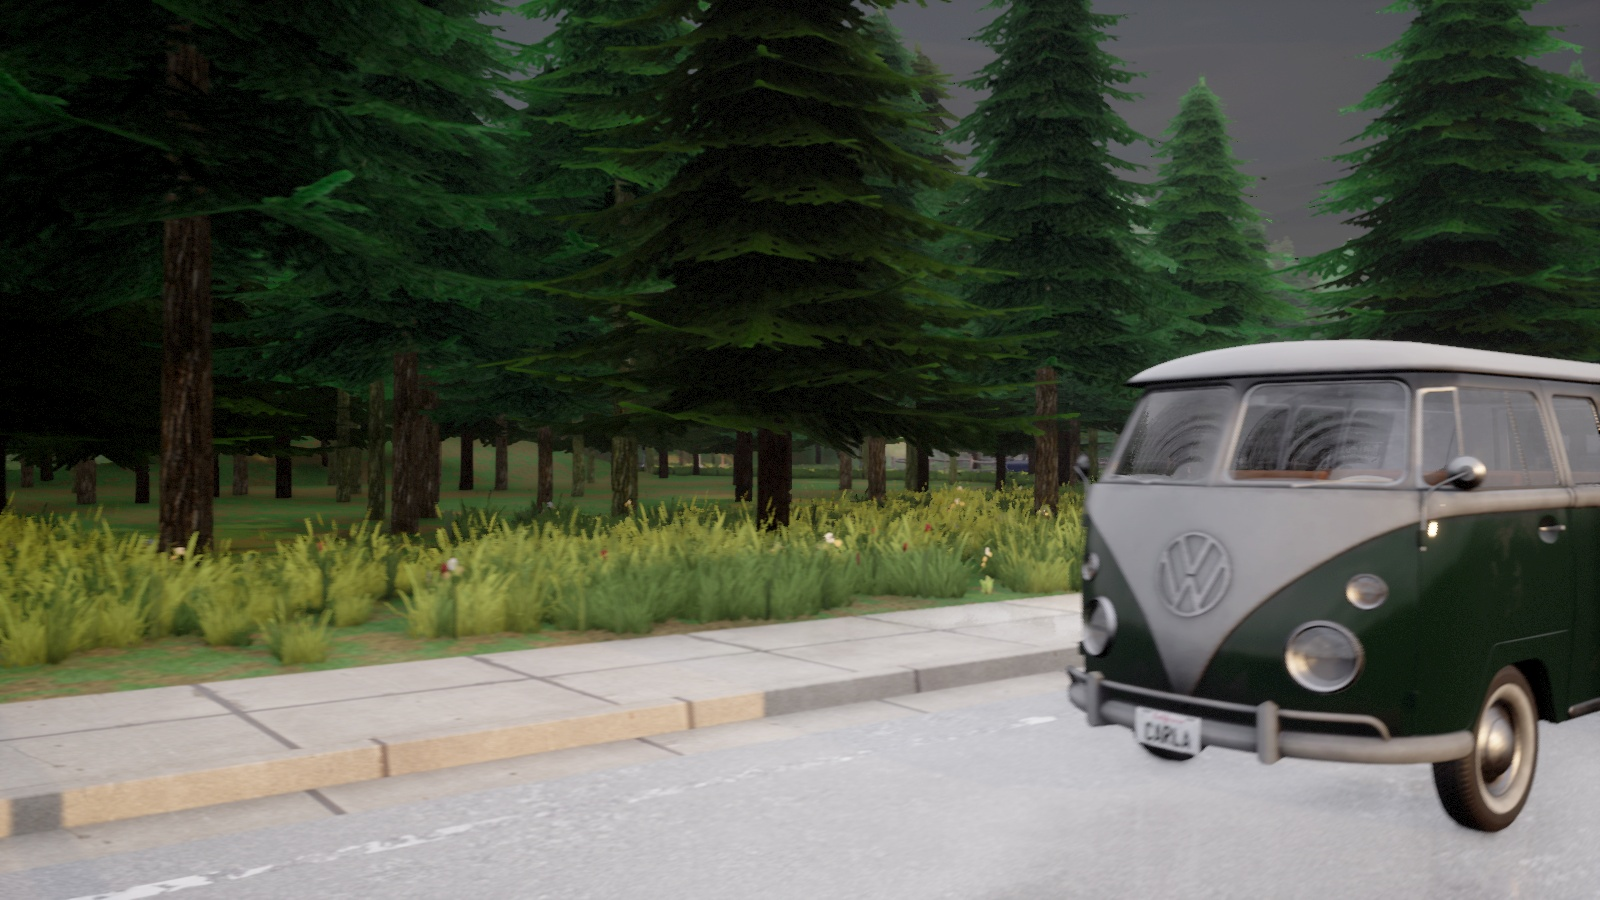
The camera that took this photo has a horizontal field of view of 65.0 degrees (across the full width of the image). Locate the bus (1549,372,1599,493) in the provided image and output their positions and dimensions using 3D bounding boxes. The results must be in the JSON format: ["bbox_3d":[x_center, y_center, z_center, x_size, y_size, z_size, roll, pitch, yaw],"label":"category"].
[{"bbox_3d":[31.766,-0.612,42.492,3.944,4.253,10.273,0,0,-35],"label":"bus"}]

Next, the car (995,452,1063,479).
[{"bbox_3d":[13.359,0.890,73.431,1.789,1.549,3.705,0,0,-37],"label":"car"}]

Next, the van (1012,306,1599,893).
[{"bbox_3d":[3.256,0.509,6.320,4.442,1.987,1.775,0,0,-38],"label":"van"}]
